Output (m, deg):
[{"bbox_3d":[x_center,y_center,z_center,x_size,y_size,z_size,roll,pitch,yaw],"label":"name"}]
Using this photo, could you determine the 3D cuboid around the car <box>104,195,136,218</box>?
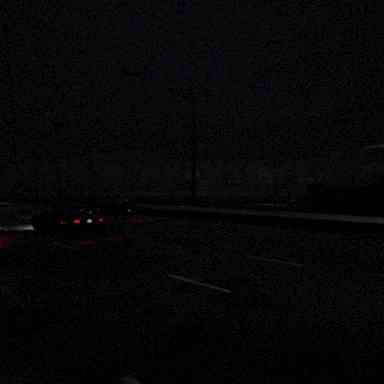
[{"bbox_3d":[-6.568,1.237,27.118,5.008,1.535,1.882,1,1,45],"label":"car"}]

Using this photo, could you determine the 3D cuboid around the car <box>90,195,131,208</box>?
[{"bbox_3d":[-10.104,1.158,41.525,4.674,1.442,1.812,0,0,1],"label":"car"}]

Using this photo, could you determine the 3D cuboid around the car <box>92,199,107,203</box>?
[{"bbox_3d":[-8.284,1.346,23.889,4.181,1.385,1.994,1,1,45],"label":"car"}]

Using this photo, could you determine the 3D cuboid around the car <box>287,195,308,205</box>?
[{"bbox_3d":[15.847,1.171,47.801,4.674,1.442,1.812,0,1,-20],"label":"car"}]

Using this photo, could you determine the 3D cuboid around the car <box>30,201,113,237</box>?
[{"bbox_3d":[-6.547,1.388,17.224,5.357,1.411,2.033,1,1,45],"label":"car"}]

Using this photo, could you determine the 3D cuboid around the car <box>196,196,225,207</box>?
[{"bbox_3d":[2.113,1.214,43.037,4.181,1.385,1.994,0,0,-17],"label":"car"}]
